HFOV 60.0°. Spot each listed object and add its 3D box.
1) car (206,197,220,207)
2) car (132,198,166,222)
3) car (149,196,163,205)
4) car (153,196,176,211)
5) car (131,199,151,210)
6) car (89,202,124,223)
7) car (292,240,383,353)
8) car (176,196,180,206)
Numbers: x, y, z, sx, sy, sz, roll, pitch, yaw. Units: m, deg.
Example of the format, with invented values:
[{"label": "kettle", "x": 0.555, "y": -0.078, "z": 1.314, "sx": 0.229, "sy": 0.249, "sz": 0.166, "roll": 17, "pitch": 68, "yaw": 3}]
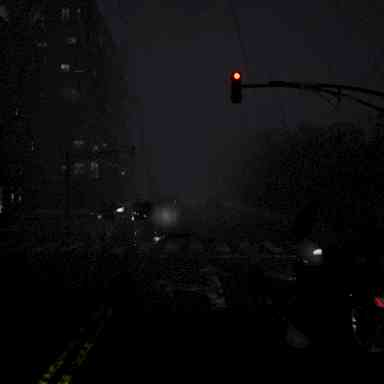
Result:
[{"label": "car", "x": 3.209, "y": 1.488, "z": 50.476, "sx": 1.882, "sy": 1.535, "sz": 5.008, "roll": 0, "pitch": 0, "yaw": 0}, {"label": "car", "x": -3.431, "y": 1.533, "z": 26.660, "sx": 1.837, "sy": 1.490, "sz": 4.892, "roll": 0, "pitch": 0, "yaw": 0}, {"label": "car", "x": -6.730, "y": 1.567, "z": 63.010, "sx": 2.033, "sy": 1.411, "sz": 5.357, "roll": 0, "pitch": 0, "yaw": 0}, {"label": "car", "x": -3.461, "y": 1.498, "z": 40.028, "sx": 2.128, "sy": 1.511, "sz": 4.902, "roll": 0, "pitch": 0, "yaw": 0}, {"label": "car", "x": -6.722, "y": 1.608, "z": 44.137, "sx": 1.895, "sy": 1.301, "sz": 4.718, "roll": 0, "pitch": 0, "yaw": 0}, {"label": "car", "x": -6.684, "y": 1.540, "z": 26.428, "sx": 2.128, "sy": 1.511, "sz": 4.902, "roll": -1, "pitch": 0, "yaw": 0}, {"label": "car", "x": 3.334, "y": 1.564, "z": 6.151, "sx": 1.994, "sy": 1.385, "sz": 4.181, "roll": 0, "pitch": 0, "yaw": 0}, {"label": "car", "x": -3.492, "y": 1.367, "z": 54.573, "sx": 2.097, "sy": 1.767, "sz": 4.553, "roll": 0, "pitch": 0, "yaw": 0}]
